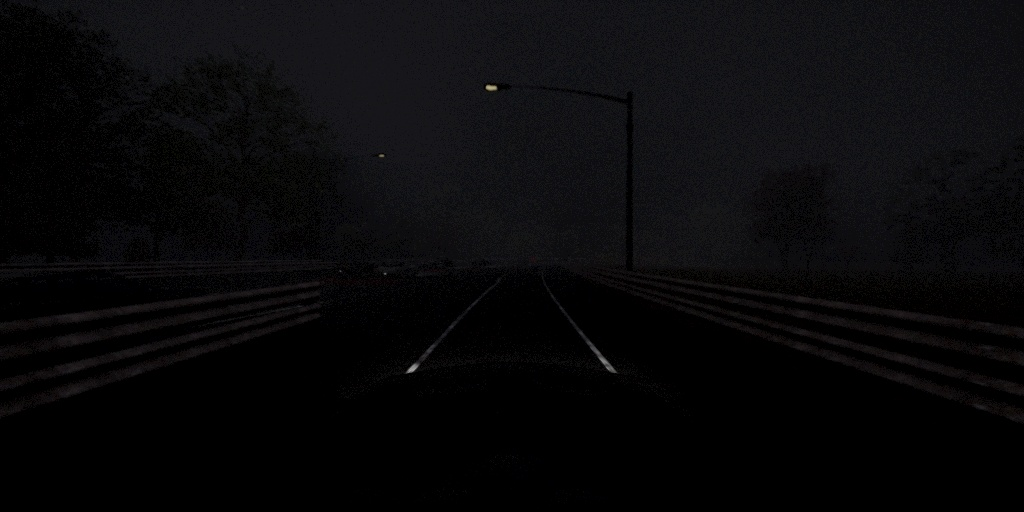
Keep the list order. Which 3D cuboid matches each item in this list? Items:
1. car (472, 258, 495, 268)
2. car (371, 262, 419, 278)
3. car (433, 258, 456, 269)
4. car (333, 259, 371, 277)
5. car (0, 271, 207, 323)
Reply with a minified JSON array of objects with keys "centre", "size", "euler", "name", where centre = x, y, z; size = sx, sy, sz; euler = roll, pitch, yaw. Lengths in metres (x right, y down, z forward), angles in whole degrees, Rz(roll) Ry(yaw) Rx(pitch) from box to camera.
[{"centre":[-4.737,1.081,56.019],"size":[2.128,1.511,4.902],"euler":[0,0,12],"name":"car"},{"centre":[-9.702,1.129,30.688],"size":[1.895,1.301,4.718],"euler":[0,0,10],"name":"car"},{"centre":[-9.467,1.057,50.473],"size":[2.128,1.511,4.902],"euler":[0,0,12],"name":"car"},{"centre":[-13.205,1.009,30.870],"size":[2.128,1.511,4.902],"euler":[0,0,10],"name":"car"},{"centre":[-9.879,1.036,7.874],"size":[2.033,1.411,5.357],"euler":[0,0,9],"name":"car"}]
